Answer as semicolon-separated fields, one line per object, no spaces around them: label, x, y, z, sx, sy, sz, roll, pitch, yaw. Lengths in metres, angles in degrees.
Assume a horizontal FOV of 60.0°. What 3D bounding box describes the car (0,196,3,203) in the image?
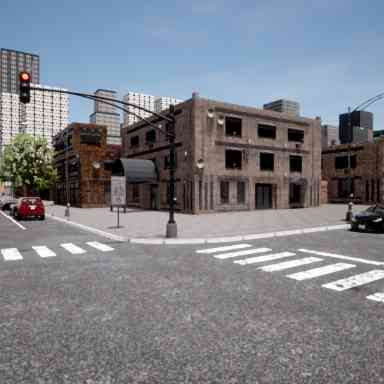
car;-40.741;1.615;69.506;1.752;1.417;4.829;0;0;-33

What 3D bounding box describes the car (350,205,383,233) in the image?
car;10.379;1.357;17.922;4.313;1.339;1.947;-1;1;-33

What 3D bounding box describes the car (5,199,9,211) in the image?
car;-16.584;1.586;32.286;1.947;1.339;4.313;0;0;-33

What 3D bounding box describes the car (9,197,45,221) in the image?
car;-13.575;1.330;27.651;2.192;1.841;5.009;0;0;-33

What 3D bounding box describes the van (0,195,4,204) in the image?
van;-37.640;1.418;64.729;1.690;1.788;3.998;0;0;-33

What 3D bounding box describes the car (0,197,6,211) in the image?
car;-22.600;1.597;41.556;1.947;1.339;4.313;0;0;-33
